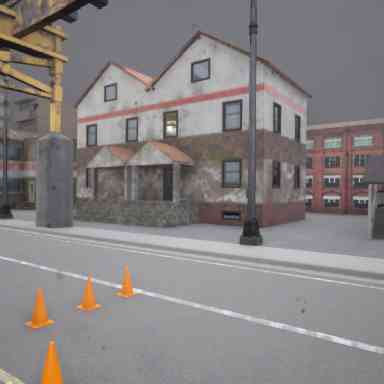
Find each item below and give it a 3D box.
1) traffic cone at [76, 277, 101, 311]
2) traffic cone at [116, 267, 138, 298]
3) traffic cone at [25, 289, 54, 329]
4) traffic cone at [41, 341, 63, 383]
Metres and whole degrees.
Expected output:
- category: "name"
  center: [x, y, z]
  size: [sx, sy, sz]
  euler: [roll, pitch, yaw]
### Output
- category: "traffic cone"
  center: [-2.004, 1.949, 6.471]
  size: [0.340, 0.580, 0.340]
  euler: [0, 0, 36]
- category: "traffic cone"
  center: [-1.419, 1.949, 7.282]
  size: [0.340, 0.580, 0.340]
  euler: [0, 0, 36]
- category: "traffic cone"
  center: [-2.589, 1.949, 5.660]
  size: [0.340, 0.580, 0.340]
  euler: [0, 0, 36]
- category: "traffic cone"
  center: [-1.552, 1.952, 3.679]
  size: [0.340, 0.580, 0.340]
  euler: [0, 0, 36]
